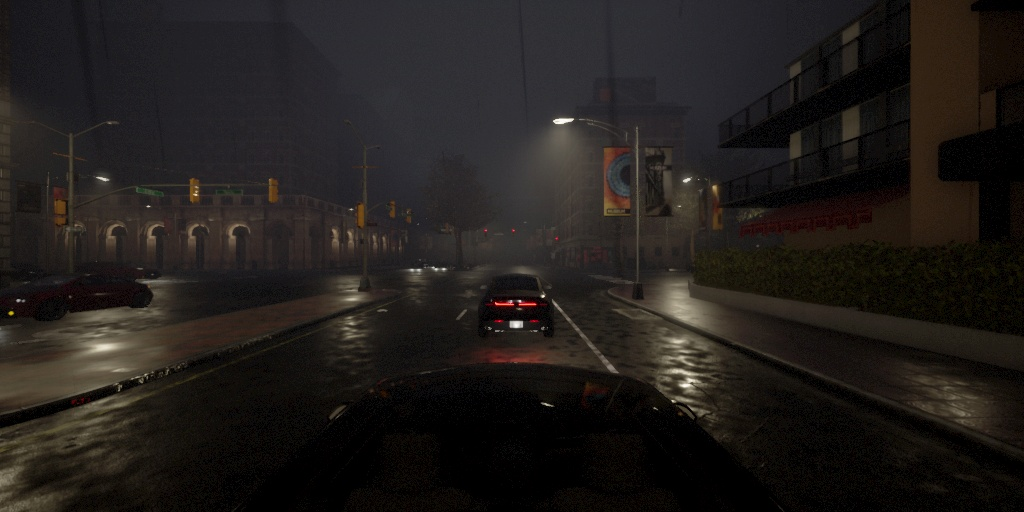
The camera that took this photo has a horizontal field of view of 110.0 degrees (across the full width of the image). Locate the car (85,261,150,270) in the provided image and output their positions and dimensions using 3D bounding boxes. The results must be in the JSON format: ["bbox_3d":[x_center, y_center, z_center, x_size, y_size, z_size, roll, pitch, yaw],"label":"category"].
[{"bbox_3d":[-30.927,1.314,28.857,4.181,1.385,1.994,0,0,0],"label":"car"}]

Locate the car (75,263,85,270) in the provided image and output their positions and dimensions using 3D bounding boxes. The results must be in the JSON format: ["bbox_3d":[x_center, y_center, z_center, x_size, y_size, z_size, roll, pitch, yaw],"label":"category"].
[{"bbox_3d":[-36.673,1.228,32.351,5.008,1.535,1.882,0,0,0],"label":"car"}]

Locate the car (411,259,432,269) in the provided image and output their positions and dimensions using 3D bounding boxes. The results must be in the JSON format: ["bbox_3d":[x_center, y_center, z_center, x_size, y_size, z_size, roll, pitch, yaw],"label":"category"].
[{"bbox_3d":[-14.862,1.241,57.928,2.128,1.511,4.902,0,0,0],"label":"car"}]

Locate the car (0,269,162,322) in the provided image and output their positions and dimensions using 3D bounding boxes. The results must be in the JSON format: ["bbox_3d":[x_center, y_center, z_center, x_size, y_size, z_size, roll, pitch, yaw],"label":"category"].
[{"bbox_3d":[-14.965,1.314,12.179,1.994,1.385,4.181,0,0,0],"label":"car"}]

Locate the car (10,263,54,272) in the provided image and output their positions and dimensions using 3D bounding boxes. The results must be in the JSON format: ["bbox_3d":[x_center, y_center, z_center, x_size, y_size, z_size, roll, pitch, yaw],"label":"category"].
[{"bbox_3d":[-39.853,1.276,28.949,4.674,1.442,1.812,0,0,0],"label":"car"}]

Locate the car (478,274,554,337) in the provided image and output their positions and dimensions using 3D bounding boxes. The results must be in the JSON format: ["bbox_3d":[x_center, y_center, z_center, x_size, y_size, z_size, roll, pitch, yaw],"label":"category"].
[{"bbox_3d":[0.109,1.255,10.304,1.837,1.490,4.892,0,0,0],"label":"car"}]

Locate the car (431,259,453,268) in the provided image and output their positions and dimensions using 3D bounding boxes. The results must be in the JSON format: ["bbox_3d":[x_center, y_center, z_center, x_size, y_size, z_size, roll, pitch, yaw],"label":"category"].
[{"bbox_3d":[-11.357,1.314,58.700,1.994,1.385,4.181,0,0,0],"label":"car"}]

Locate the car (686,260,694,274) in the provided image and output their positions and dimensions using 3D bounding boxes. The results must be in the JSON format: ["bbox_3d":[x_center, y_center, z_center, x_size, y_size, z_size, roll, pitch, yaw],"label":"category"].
[{"bbox_3d":[21.863,1.351,39.565,4.718,1.301,1.895,0,0,0],"label":"car"}]
